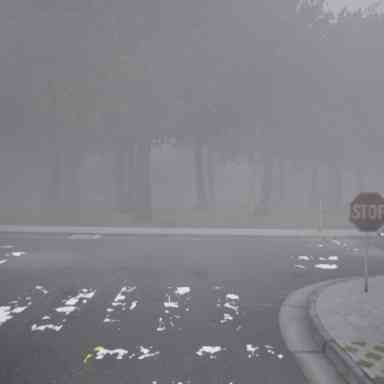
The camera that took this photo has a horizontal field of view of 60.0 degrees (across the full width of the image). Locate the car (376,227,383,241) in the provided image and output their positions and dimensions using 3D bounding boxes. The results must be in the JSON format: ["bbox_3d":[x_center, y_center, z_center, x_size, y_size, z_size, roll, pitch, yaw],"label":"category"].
[{"bbox_3d":[10.339,1.530,13.826,4.892,1.490,1.837,0,1,0],"label":"car"}]
